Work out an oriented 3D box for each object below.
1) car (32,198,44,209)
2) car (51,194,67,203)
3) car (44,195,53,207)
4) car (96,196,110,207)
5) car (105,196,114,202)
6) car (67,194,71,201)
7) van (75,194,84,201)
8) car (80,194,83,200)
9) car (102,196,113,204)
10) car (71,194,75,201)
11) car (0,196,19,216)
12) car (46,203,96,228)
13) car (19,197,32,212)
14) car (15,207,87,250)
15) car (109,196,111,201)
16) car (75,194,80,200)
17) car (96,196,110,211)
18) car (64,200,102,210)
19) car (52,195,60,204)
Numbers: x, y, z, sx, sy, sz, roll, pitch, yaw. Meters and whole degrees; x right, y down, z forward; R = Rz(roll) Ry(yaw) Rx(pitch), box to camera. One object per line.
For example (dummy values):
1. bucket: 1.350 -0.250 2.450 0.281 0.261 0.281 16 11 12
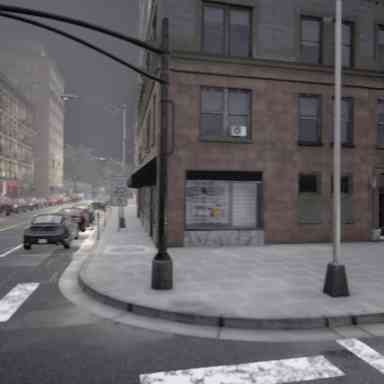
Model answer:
1. car: -19.404 1.367 39.389 1.967 1.590 4.097 1 0 -12
2. car: -22.790 1.256 55.483 2.192 1.841 5.009 1 0 -12
3. car: -20.535 1.482 44.753 2.008 1.369 4.403 1 0 -12
4. car: -13.797 1.478 51.777 1.967 1.590 4.097 1 0 -12
5. car: -19.455 1.645 78.596 1.802 1.307 4.206 1 0 -12
6. car: -23.888 1.471 60.680 1.752 1.417 4.829 1 0 -12
7. van: -29.567 1.312 87.669 1.690 1.788 3.998 1 0 -12
8. car: -27.308 1.276 76.941 2.192 1.841 5.009 1 0 -12
9. car: -17.192 1.597 67.868 1.887 1.381 4.507 1 0 -12
10. car: -25.053 1.532 66.211 1.802 1.307 4.206 1 0 -12
11. car: -17.144 1.233 28.661 2.192 1.841 5.009 1 0 -12
12. car: -7.011 1.556 19.592 1.887 1.381 4.507 1 0 -12
13. car: -18.275 1.362 34.024 1.967 1.590 4.097 1 0 -12
14. car: -5.879 1.557 14.228 2.008 1.369 4.403 1 0 -12
15. car: -12.667 1.584 46.412 2.008 1.369 4.403 1 0 -12
16. car: -26.179 1.271 71.576 2.192 1.841 5.009 1 0 -12
17. car: -11.536 1.580 41.048 2.008 1.369 4.403 1 0 -12
18. car: -8.142 1.566 24.956 2.008 1.369 4.403 1 0 -12
19. car: -21.664 1.502 50.118 1.947 1.339 4.313 1 0 -12
